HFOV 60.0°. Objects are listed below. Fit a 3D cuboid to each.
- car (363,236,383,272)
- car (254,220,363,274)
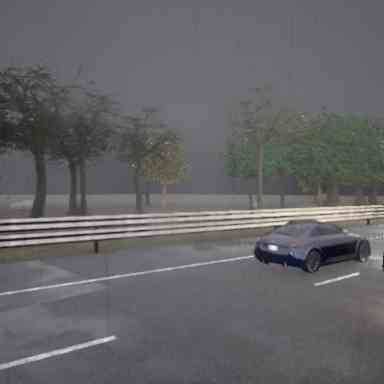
[{"bbox_3d":[6.809,1.551,8.602,4.902,1.511,2.128,0,0,-36],"label":"car"},{"bbox_3d":[4.012,1.617,10.904,4.181,1.385,1.994,0,0,-36],"label":"car"}]
